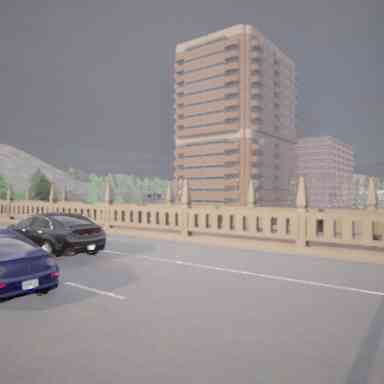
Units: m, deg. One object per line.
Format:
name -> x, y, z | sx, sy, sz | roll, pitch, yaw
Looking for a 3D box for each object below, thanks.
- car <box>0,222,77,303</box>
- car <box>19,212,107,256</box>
car -> -4.841, 1.526, 7.442 | 4.674, 1.442, 1.812 | 0, 0, 35
car -> -5.163, 1.505, 11.970 | 4.892, 1.490, 1.837 | 0, 0, 35
